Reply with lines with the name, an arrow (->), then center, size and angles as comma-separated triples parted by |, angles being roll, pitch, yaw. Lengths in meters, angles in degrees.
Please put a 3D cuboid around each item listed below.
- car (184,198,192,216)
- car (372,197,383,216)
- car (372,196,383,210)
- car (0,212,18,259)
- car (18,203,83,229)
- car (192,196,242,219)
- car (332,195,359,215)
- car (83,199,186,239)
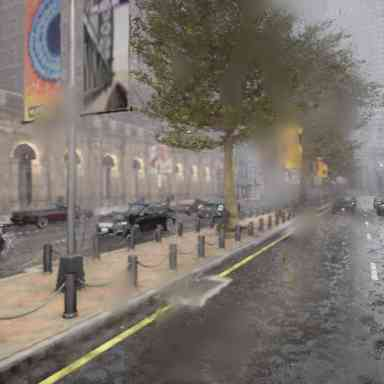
car -> -0.137, 1.234, 28.165 | 1.812, 1.442, 4.674 | 1, 1, 27
car -> 17.090, 1.260, 28.898 | 2.128, 1.511, 4.902 | 1, 1, 27
car -> 22.109, 1.233, 38.681 | 2.033, 1.411, 5.357 | 1, 1, 28
car -> -6.867, 1.366, 7.553 | 1.837, 1.490, 4.892 | 1, 1, 27
car -> -8.118, 1.304, 19.705 | 1.895, 1.301, 4.718 | 1, 1, 27
car -> 2.144, 1.065, 25.127 | 2.097, 1.767, 4.553 | 1, 1, 27
car -> 14.211, 1.230, 30.952 | 1.837, 1.490, 4.892 | 1, 1, 27
car -> -2.529, 1.281, 16.025 | 2.128, 1.511, 4.902 | 1, 1, 27
